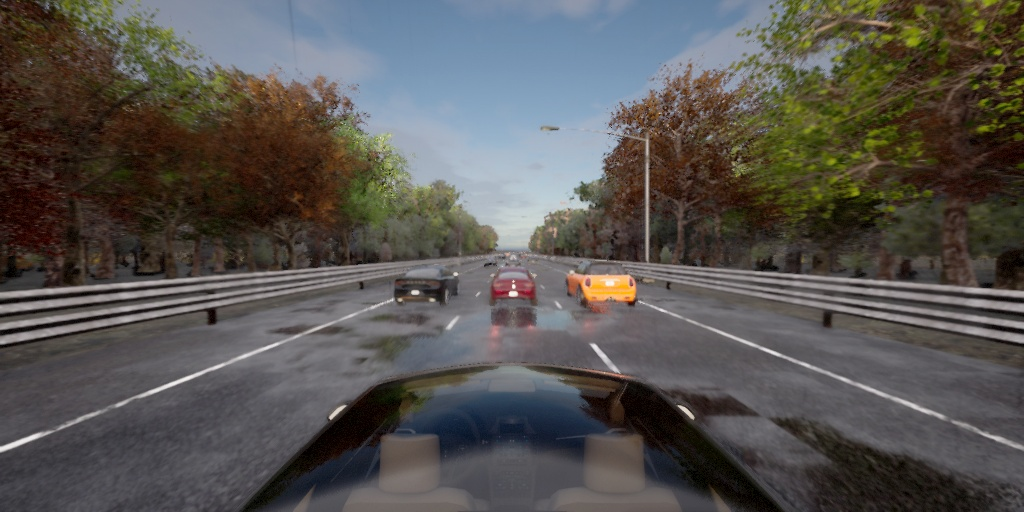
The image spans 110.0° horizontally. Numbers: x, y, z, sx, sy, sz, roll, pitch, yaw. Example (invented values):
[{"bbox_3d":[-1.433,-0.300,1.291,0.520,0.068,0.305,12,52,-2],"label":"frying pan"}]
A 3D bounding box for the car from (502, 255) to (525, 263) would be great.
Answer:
[{"bbox_3d":[0.187,0.928,44.309,2.128,1.511,4.902,0,0,0],"label":"car"}]

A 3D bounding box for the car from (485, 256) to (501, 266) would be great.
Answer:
[{"bbox_3d":[-3.261,0.890,56.313,2.033,1.411,5.357,0,0,0],"label":"car"}]

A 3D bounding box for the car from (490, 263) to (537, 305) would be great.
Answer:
[{"bbox_3d":[0.060,1.180,15.237,1.812,1.442,4.674,0,0,0],"label":"car"}]

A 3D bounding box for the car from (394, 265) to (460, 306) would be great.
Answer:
[{"bbox_3d":[-3.439,1.135,15.272,1.882,1.535,5.008,0,0,0],"label":"car"}]

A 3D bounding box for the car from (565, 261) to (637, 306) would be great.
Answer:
[{"bbox_3d":[3.560,1.004,15.124,2.097,1.767,4.553,0,0,0],"label":"car"}]
